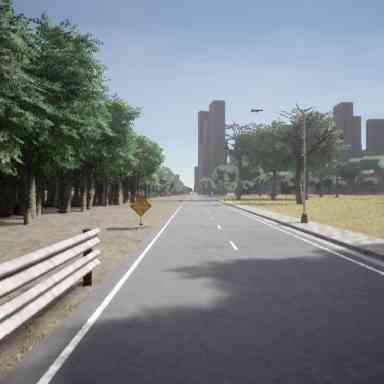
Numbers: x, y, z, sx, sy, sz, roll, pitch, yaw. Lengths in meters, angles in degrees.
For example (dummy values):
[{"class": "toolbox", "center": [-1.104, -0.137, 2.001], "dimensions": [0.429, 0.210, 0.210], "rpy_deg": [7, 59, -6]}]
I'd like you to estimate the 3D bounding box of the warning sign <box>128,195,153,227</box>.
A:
[{"class": "warning sign", "center": [-3.049, 1.112, 19.898], "dimensions": [1.300, 1.860, 1.060], "rpy_deg": [0, 0, 0]}]
